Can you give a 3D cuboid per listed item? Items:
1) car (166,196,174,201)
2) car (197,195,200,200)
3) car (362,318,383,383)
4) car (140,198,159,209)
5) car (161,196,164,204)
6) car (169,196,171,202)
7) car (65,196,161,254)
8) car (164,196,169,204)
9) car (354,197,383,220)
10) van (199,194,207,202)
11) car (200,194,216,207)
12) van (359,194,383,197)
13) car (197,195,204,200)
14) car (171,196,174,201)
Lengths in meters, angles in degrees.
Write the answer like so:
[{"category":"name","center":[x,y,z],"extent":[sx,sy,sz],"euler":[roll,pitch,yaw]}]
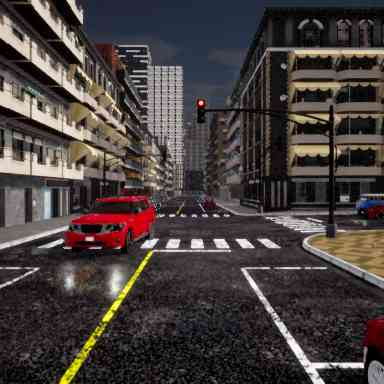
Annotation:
[{"category":"car","center":[-5.850,1.633,89.496],"extent":[1.802,1.307,4.206],"euler":[-1,0,0]},{"category":"car","center":[2.569,1.578,67.394],"extent":[2.008,1.369,4.403],"euler":[-1,0,0]},{"category":"car","center":[2.681,1.544,1.811],"extent":[1.887,1.381,4.507],"euler":[0,0,0]},{"category":"car","center":[-5.773,1.561,45.273],"extent":[2.008,1.369,4.403],"euler":[0,0,0]},{"category":"car","center":[-5.783,1.580,50.801],"extent":[1.947,1.339,4.313],"euler":[0,0,0]},{"category":"car","center":[-5.812,1.609,67.385],"extent":[1.802,1.307,4.206],"euler":[-1,0,0]},{"category":"car","center":[-3.095,1.221,13.876],"extent":[2.150,2.045,5.566],"euler":[-1,0,7]},{"category":"car","center":[-5.804,1.463,61.857],"extent":[1.967,1.590,4.097],"euler":[-1,0,0]},{"category":"car","center":[14.707,1.294,24.816],"extent":[4.181,1.385,1.994],"euler":[-1,0,-1]},{"category":"van","center":[2.547,1.379,78.449],"extent":[1.690,1.788,3.998],"euler":[-1,0,0]},{"category":"car","center":[2.596,1.454,50.810],"extent":[1.967,1.590,4.097],"euler":[-1,0,0]},{"category":"van","center":[15.596,1.035,27.404],"extent":[3.998,1.788,1.690],"euler":[-1,1,-1]},{"category":"car","center":[2.521,1.603,95.033],"extent":[1.887,1.381,4.507],"euler":[-1,0,0]},{"category":"car","center":[-5.831,1.563,78.270],"extent":[1.752,1.417,4.829],"euler":[-1,0,0]}]
